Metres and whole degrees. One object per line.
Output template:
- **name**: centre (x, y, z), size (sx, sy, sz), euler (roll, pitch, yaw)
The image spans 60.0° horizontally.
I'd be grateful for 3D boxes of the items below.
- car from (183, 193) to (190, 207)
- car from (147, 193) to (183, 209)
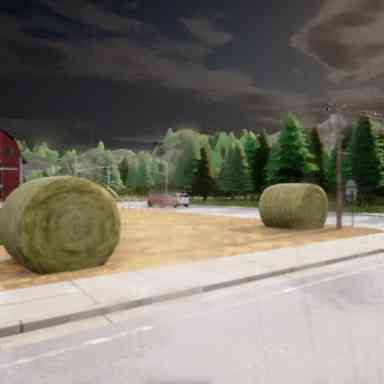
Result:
- **car**: centre (-2.647, 1.206, 49.689), size (2.150, 2.045, 5.566), euler (0, 0, -38)
- **car**: centre (-4.090, 1.209, 45.715), size (2.150, 2.045, 5.566), euler (0, 0, -38)
